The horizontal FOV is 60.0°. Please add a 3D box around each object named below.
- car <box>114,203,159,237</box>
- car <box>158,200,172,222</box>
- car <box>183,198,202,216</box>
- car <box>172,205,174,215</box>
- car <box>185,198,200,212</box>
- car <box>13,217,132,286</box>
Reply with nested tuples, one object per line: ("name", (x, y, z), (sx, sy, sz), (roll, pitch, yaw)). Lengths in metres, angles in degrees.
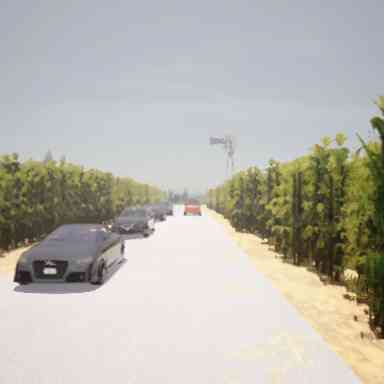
("car", (-3.198, 1.605, 18.981), (1.837, 1.490, 4.892), (1, 0, 0))
("car", (-3.201, 1.686, 28.447), (2.128, 1.511, 4.902), (1, -1, 0))
("car", (0.075, 1.910, 40.506), (2.097, 1.767, 4.553), (1, -1, 1))
("car", (-3.183, 1.814, 38.280), (2.097, 1.767, 4.553), (1, -2, 1))
("car", (0.066, 2.031, 53.668), (2.150, 2.045, 5.566), (1, -1, 0))
("car", (-3.194, 1.616, 9.484), (1.994, 1.385, 4.181), (1, -1, 0))
